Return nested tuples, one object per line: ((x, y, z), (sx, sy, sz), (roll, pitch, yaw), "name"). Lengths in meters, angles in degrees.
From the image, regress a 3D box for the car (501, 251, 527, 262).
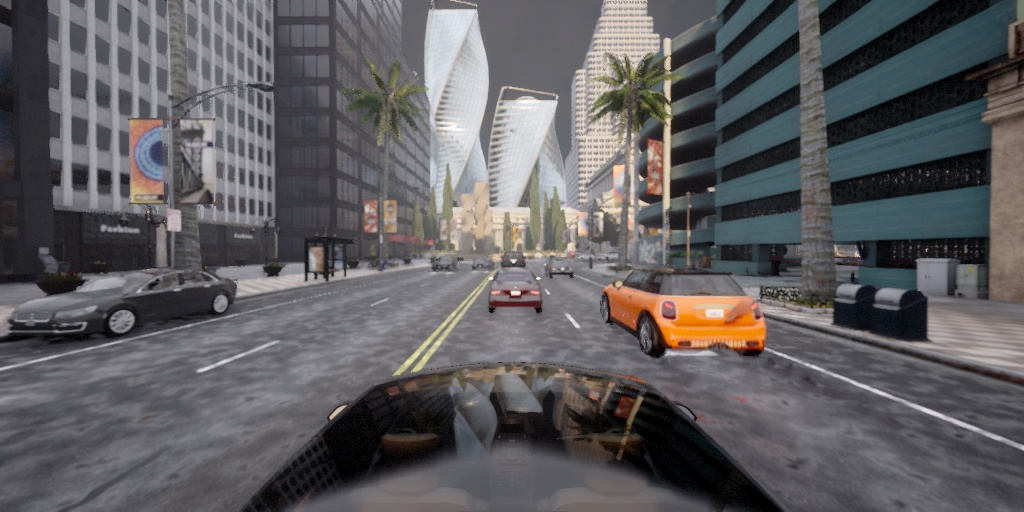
((0.151, 0.547, 32.888), (2.150, 2.045, 5.566), (0, 1, 1), "car")

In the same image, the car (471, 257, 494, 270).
((-3.061, 0.813, 38.510), (1.994, 1.385, 4.181), (0, 1, 6), "car")

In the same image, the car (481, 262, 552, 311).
((0.106, 1.138, 13.409), (2.033, 1.411, 5.357), (0, 1, 0), "car")

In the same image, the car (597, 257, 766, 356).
((3.603, 1.010, 8.494), (2.097, 1.767, 4.553), (0, 1, 0), "car")

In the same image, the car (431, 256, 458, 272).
((-6.737, 0.783, 36.355), (1.837, 1.490, 4.892), (0, 1, 4), "car")

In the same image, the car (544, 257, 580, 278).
((3.615, 0.938, 28.095), (2.033, 1.411, 5.357), (0, 1, 0), "car")
